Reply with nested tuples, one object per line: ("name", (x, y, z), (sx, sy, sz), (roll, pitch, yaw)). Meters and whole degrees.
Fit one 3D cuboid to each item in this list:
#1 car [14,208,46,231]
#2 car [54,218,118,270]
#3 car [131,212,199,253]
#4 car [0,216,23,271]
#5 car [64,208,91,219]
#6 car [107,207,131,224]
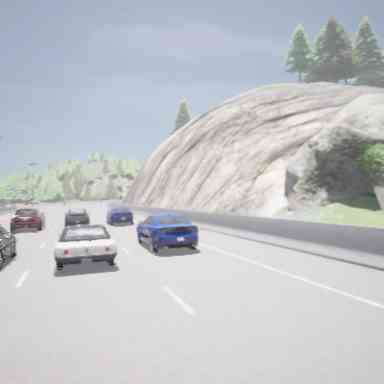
("car", (-12.534, 2.015, 25.664), (2.097, 1.767, 4.553), (-1, -1, -19))
("car", (-3.946, 1.864, 12.270), (1.895, 1.301, 4.718), (-1, -1, -19))
("car", (-1.260, 1.707, 15.160), (1.882, 1.535, 5.008), (-1, 0, -20))
("car", (-7.451, 1.855, 11.682), (1.837, 1.490, 4.892), (-1, 0, -19))
("car", (-9.274, 2.085, 26.946), (2.128, 1.511, 4.902), (-1, -1, -19))
("car", (-6.382, 2.023, 29.259), (1.882, 1.535, 5.008), (-1, 0, -20))
